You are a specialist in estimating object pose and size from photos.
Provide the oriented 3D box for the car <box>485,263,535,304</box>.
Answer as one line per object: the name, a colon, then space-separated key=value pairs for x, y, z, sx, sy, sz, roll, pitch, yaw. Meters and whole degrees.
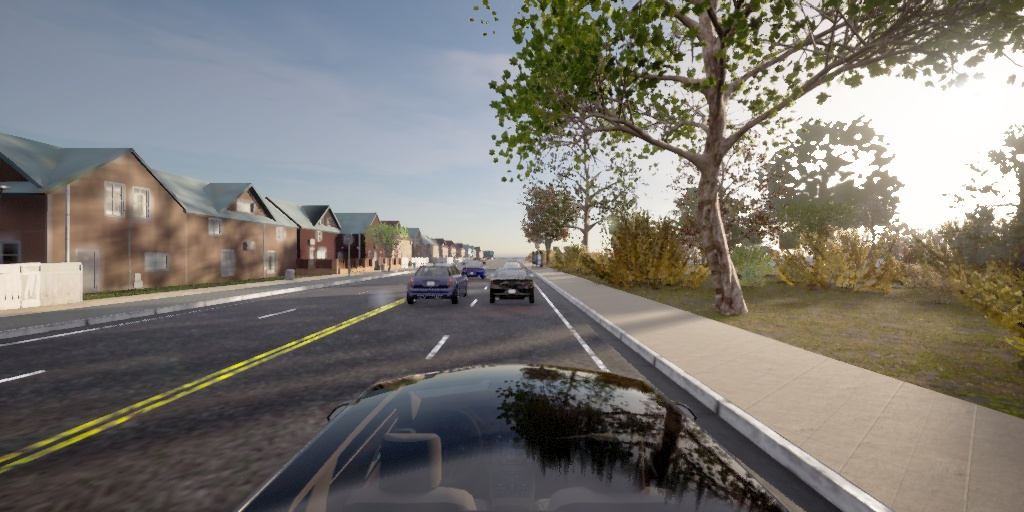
car: x=0.000 y=1.238 z=16.500 sx=1.882 sy=1.535 sz=5.008 roll=0 pitch=0 yaw=0

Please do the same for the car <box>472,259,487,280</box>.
car: x=-3.250 y=1.246 z=31.501 sx=1.882 sy=1.535 sz=5.008 roll=0 pitch=0 yaw=0

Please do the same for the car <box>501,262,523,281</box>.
car: x=0.000 y=1.294 z=31.500 sx=1.812 sy=1.442 sz=4.674 roll=0 pitch=0 yaw=0

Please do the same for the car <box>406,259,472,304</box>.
car: x=-3.250 y=1.119 z=16.470 sx=2.097 sy=1.767 sz=4.553 roll=0 pitch=0 yaw=0
